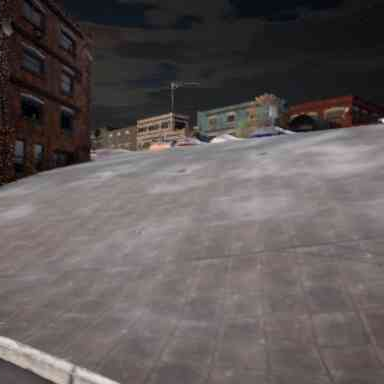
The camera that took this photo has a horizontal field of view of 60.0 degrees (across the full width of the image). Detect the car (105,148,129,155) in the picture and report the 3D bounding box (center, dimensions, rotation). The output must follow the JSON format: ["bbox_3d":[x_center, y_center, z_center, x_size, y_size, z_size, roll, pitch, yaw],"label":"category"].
[{"bbox_3d":[-10.650,-5.740,50.315,2.231,1.521,4.892,0,2,-40],"label":"car"}]

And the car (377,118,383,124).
[{"bbox_3d":[14.190,-4.415,20.735,2.231,1.521,4.892,0,2,-40],"label":"car"}]

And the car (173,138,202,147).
[{"bbox_3d":[-0.017,-5.314,37.655,2.185,1.767,4.553,0,2,-40],"label":"car"}]

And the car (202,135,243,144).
[{"bbox_3d":[3.627,-4.951,33.314,2.002,1.452,4.674,0,2,-40],"label":"car"}]

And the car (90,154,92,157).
[{"bbox_3d":[-17.746,-6.046,58.767,2.002,1.452,4.674,0,1,-40],"label":"car"}]

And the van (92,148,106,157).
[{"bbox_3d":[-14.113,-6.138,54.442,1.878,1.987,4.442,0,1,-40],"label":"van"}]

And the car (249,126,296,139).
[{"bbox_3d":[7.162,-4.925,29.106,2.185,1.767,4.553,0,2,-40],"label":"car"}]

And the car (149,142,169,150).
[{"bbox_3d":[-3.565,-5.502,41.880,2.185,1.767,4.553,0,2,-40],"label":"car"}]
